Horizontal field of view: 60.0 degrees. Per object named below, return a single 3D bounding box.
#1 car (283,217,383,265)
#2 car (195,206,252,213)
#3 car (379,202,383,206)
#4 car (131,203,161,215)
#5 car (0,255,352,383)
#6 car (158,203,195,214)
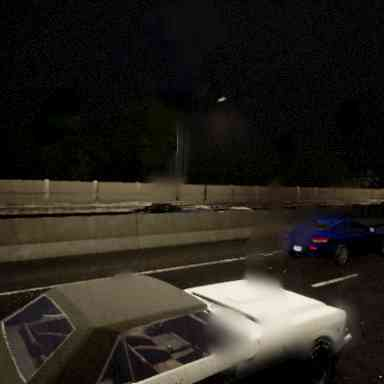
[{"bbox_3d":[5.181,1.614,11.745,4.674,1.442,1.812,1,0,-36],"label":"car"},{"bbox_3d":[2.826,1.727,23.210,4.718,1.301,1.895,1,0,-36],"label":"car"},{"bbox_3d":[30.910,1.990,51.781,4.181,1.385,1.994,0,0,-35],"label":"car"},{"bbox_3d":[-2.801,1.637,27.793,4.674,1.442,1.812,1,0,-35],"label":"car"},{"bbox_3d":[-0.375,1.614,3.479,4.718,1.301,1.895,1,0,-36],"label":"car"},{"bbox_3d":[0.115,1.721,25.575,4.718,1.301,1.895,1,0,-36],"label":"car"}]
